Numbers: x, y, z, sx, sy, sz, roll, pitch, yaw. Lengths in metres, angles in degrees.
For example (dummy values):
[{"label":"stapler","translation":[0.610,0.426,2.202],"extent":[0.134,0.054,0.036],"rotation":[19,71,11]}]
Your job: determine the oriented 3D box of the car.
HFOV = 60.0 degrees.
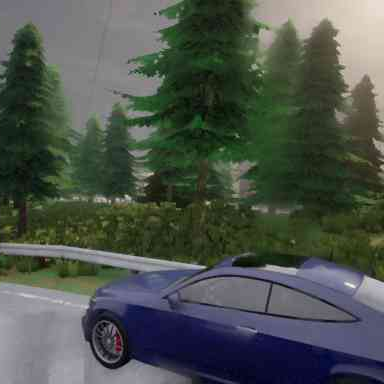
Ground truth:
[{"label":"car","translation":[0.735,1.499,4.111],"extent":[4.674,1.442,1.812],"rotation":[1,1,31]}]
